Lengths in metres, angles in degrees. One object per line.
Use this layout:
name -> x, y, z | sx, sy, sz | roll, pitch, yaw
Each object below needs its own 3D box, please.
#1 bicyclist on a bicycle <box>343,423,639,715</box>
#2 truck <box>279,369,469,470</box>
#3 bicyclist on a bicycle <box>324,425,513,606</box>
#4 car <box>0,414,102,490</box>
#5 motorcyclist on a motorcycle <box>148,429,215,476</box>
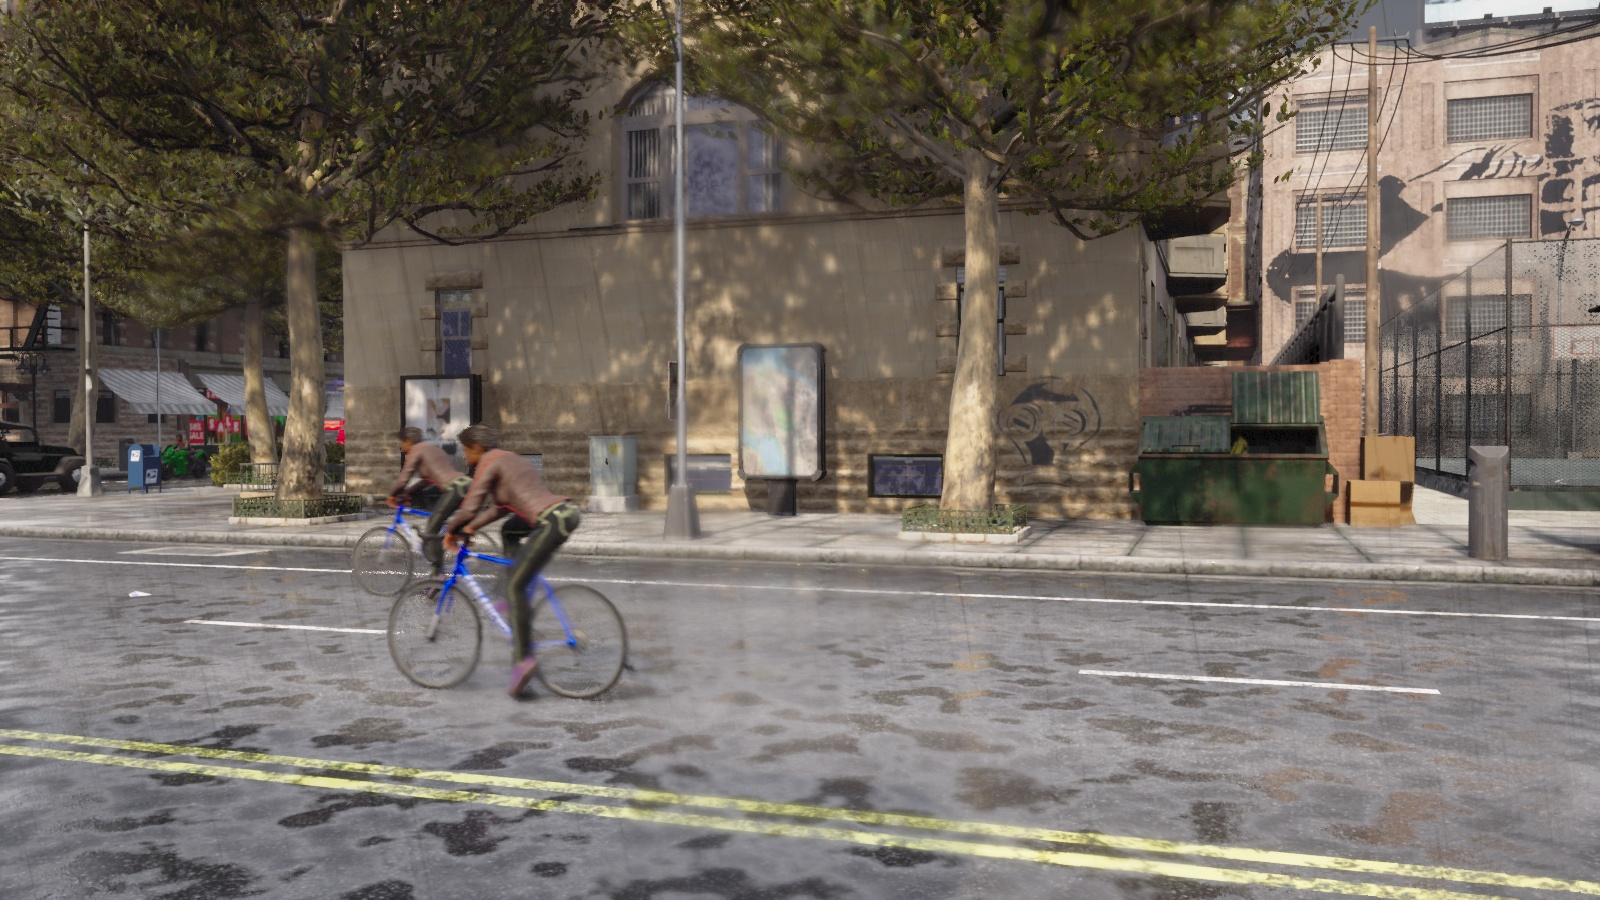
bicyclist on a bicycle -> -1.841, 0.652, 7.498 | 1.656, 1.620, 0.582 | 0, 1, 19
truck -> -17.376, -1.236, 52.007 | 2.891, 3.827, 8.468 | 1, 1, 19
bicyclist on a bicycle -> -3.574, 0.578, 11.770 | 1.656, 1.620, 0.582 | 0, 1, 19
car -> -20.351, 0.028, 32.363 | 1.905, 1.878, 3.866 | 0, 1, 17
motorcyclist on a motorcycle -> -20.733, 0.056, 42.158 | 0.797, 1.523, 2.044 | 1, 1, 19
